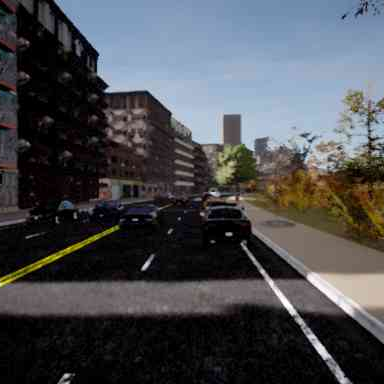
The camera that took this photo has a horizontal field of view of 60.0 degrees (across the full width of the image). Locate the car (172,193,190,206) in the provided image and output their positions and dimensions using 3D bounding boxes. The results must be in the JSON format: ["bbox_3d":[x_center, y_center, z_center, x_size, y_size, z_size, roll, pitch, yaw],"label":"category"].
[{"bbox_3d":[-1.381,1.139,43.754,1.895,1.301,4.718,0,1,5],"label":"car"}]

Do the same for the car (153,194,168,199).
[{"bbox_3d":[-6.009,0.995,63.276,1.895,1.301,4.718,0,0,7],"label":"car"}]

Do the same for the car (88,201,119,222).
[{"bbox_3d":[-5.906,1.337,23.887,1.994,1.385,4.181,0,1,2],"label":"car"}]

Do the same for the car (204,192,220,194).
[{"bbox_3d":[1.889,1.111,30.281,1.801,1.575,5.366,0,1,3],"label":"car"}]

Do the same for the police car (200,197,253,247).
[{"bbox_3d":[1.373,1.257,14.349,1.930,1.638,5.238,0,1,1],"label":"police car"}]

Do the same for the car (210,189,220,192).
[{"bbox_3d":[4.693,0.311,69.849,2.150,2.045,5.566,0,0,9],"label":"car"}]

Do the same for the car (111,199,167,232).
[{"bbox_3d":[-2.650,1.359,18.473,2.033,1.411,5.357,0,1,2],"label":"car"}]

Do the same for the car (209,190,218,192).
[{"bbox_3d":[2.569,0.941,51.909,1.837,1.490,4.892,0,1,6],"label":"car"}]

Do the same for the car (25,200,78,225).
[{"bbox_3d":[-9.214,1.317,22.230,1.837,1.490,4.892,0,0,2],"label":"car"}]

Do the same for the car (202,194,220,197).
[{"bbox_3d":[1.641,1.176,24.369,1.801,1.575,5.366,0,1,2],"label":"car"}]
